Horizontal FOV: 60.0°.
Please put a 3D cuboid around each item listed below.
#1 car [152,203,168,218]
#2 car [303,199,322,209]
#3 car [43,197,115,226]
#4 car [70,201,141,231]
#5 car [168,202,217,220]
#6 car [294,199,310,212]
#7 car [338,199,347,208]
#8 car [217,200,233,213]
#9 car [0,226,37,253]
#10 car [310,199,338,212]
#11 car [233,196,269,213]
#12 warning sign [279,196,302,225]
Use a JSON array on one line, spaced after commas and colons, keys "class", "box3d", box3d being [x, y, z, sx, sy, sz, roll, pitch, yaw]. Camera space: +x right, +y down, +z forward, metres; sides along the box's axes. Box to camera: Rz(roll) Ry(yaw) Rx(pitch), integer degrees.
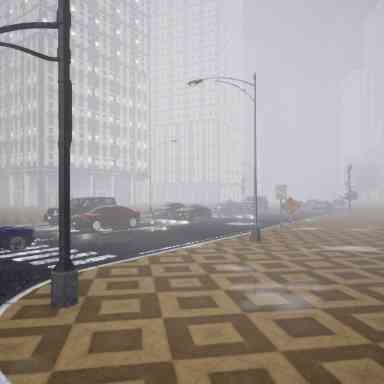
[{"class": "car", "box3d": [-1.965, 1.737, 32.649, 1.812, 1.442, 4.674, 0, -1, 34]}, {"class": "car", "box3d": [19.159, 1.858, 52.751, 1.837, 1.490, 4.892, 0, 0, 31]}, {"class": "car", "box3d": [-7.805, 1.366, 24.119, 2.150, 2.045, 5.566, 0, -1, 34]}, {"class": "car", "box3d": [-5.531, 1.603, 21.687, 1.882, 1.535, 5.008, 0, -1, 34]}, {"class": "car", "box3d": [0.124, 1.754, 29.954, 1.994, 1.385, 4.181, 0, -1, 34]}, {"class": "car", "box3d": [13.892, 1.822, 44.316, 1.812, 1.442, 4.674, 0, -1, 34]}, {"class": "car", "box3d": [24.205, 1.839, 54.742, 1.882, 1.535, 5.008, 0, 0, 31]}, {"class": "car", "box3d": [4.586, 1.775, 42.270, 2.128, 1.511, 4.902, 0, 0, 34]}, {"class": "car", "box3d": [-8.132, 1.641, 11.774, 1.895, 1.301, 4.718, 0, -1, 34]}, {"class": "car", "box3d": [17.099, 1.834, 43.199, 2.033, 1.411, 5.357, 0, 0, 32]}, {"class": "car", "box3d": [7.621, 1.496, 40.947, 2.150, 2.045, 5.566, 0, -1, 34]}, {"class": "warning sign", "box3d": [6.811, 1.251, 22.975, 1.300, 1.860, 1.060, 0, 0, 34]}]
